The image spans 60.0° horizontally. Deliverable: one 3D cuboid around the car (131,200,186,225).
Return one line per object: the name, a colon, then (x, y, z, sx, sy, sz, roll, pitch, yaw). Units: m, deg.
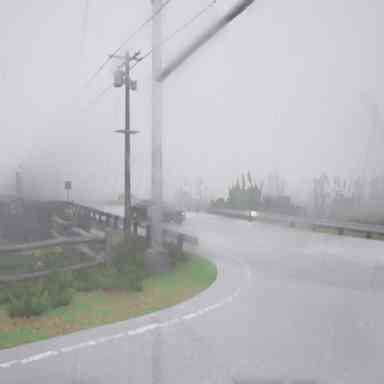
car: (-2.259, 1.230, 20.430, 1.895, 1.301, 4.718, 0, 3, -32)
